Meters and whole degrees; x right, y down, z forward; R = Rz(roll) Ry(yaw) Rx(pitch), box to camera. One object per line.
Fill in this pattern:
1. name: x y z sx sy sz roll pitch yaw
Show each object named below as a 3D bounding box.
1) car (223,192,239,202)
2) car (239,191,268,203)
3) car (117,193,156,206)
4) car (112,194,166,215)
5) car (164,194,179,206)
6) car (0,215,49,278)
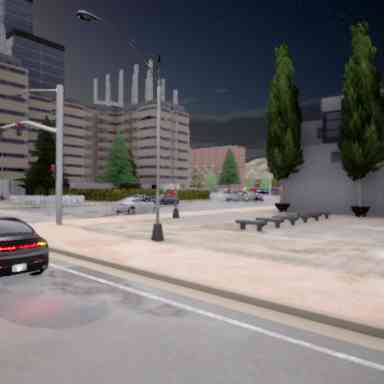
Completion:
1. car: 8.022 1.118 61.046 1.895 1.301 4.718 1 1 41
2. car: 10.979 1.064 59.116 2.128 1.511 4.902 1 1 41
3. car: -7.118 0.978 43.328 1.882 1.535 5.008 1 1 40
4. car: -4.892 1.186 29.502 1.812 1.442 4.674 1 1 41
5. car: -3.720 1.060 41.924 1.837 1.490 4.892 1 1 40
6. car: -5.582 1.354 8.760 4.892 1.490 1.837 1 1 40
